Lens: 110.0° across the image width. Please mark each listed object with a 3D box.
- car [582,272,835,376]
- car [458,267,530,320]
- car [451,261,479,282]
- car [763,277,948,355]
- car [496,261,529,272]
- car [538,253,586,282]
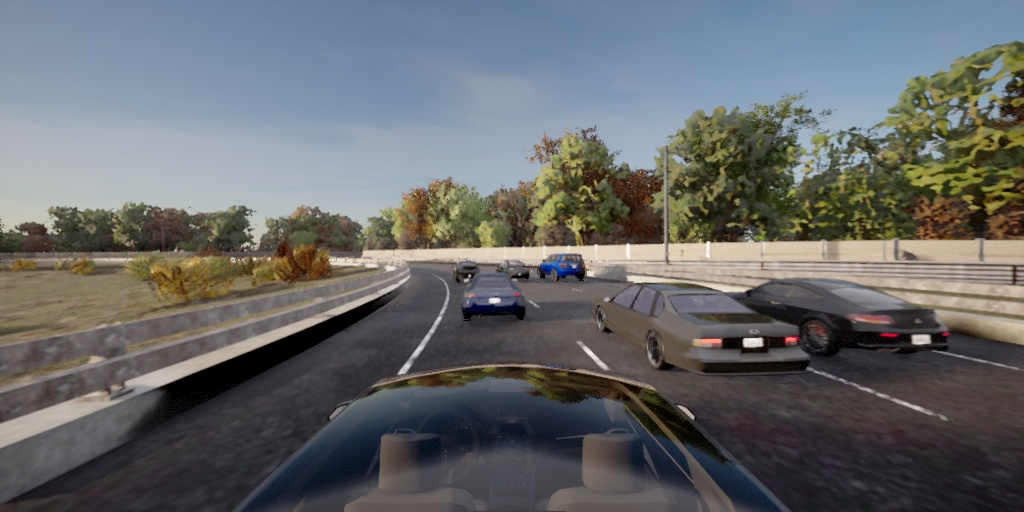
[{"bbox_3d":[3.249,1.252,7.570,2.033,1.411,5.357,0,0,-4],"label":"car"},{"bbox_3d":[-0.717,1.262,12.485,1.994,1.385,4.181,0,0,-6],"label":"car"},{"bbox_3d":[-3.578,1.138,27.667,1.837,1.490,4.892,0,0,-14],"label":"car"},{"bbox_3d":[6.702,1.210,8.288,1.812,1.442,4.674,0,0,-3],"label":"car"},{"bbox_3d":[-0.033,1.107,27.871,2.128,1.511,4.902,0,0,-14],"label":"car"},{"bbox_3d":[3.712,0.820,27.401,2.150,2.045,5.566,0,0,-13],"label":"car"}]
